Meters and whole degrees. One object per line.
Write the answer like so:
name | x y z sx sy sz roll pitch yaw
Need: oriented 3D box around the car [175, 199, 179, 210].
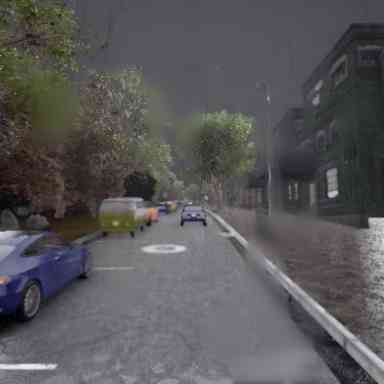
car | -3.662 2.166 51.709 2.097 1.535 5.008 1 -2 2

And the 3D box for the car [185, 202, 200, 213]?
car | 0.080 1.950 42.797 1.812 1.442 4.674 0 -2 0

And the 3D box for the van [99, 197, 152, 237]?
van | -3.658 1.297 18.447 1.878 1.987 4.442 0 0 2

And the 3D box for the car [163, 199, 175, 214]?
car | -3.655 1.870 40.604 2.163 1.488 4.792 1 -2 2

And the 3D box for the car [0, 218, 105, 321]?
car | -3.656 1.537 7.186 2.002 1.452 4.674 0 0 2

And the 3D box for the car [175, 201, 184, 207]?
car | -3.447 3.242 90.920 2.231 1.521 4.892 0 -1 2

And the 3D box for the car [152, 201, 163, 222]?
car | -3.666 1.410 23.870 2.185 1.767 4.553 0 0 2

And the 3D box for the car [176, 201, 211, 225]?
car | 0.090 1.605 24.709 2.033 1.411 5.357 0 0 0

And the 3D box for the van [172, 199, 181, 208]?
van | -3.664 2.733 79.676 1.878 1.987 4.442 1 -1 2
